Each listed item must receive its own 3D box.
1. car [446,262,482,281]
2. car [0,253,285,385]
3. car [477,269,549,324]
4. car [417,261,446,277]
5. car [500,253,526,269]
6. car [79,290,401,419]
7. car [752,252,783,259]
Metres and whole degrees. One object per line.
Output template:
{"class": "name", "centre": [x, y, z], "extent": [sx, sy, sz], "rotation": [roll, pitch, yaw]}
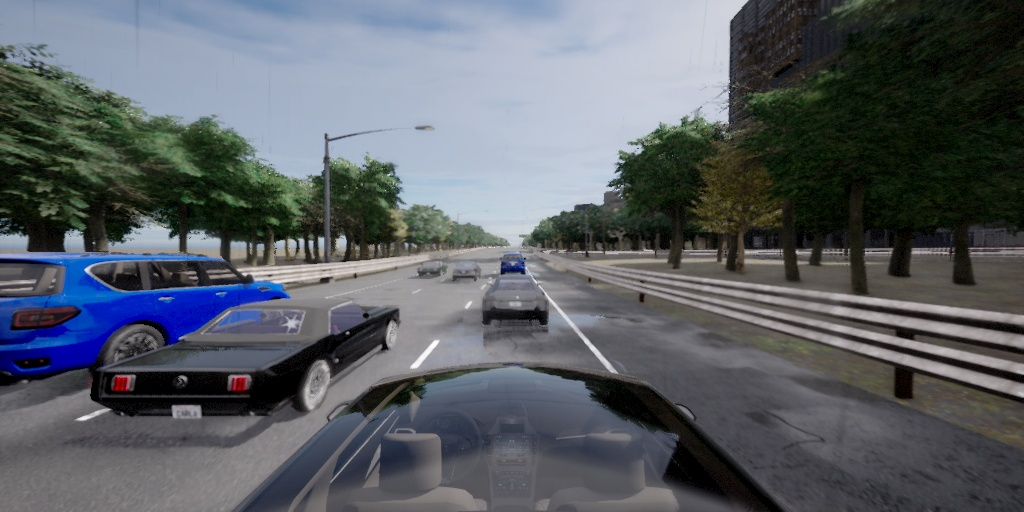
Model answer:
{"class": "car", "centre": [-3.413, 1.146, 27.763], "extent": [2.033, 1.411, 5.357], "rotation": [0, 1, 0]}
{"class": "car", "centre": [-6.904, 0.968, 7.135], "extent": [2.150, 2.045, 5.566], "rotation": [0, 0, 0]}
{"class": "car", "centre": [0.096, 1.307, 11.925], "extent": [1.994, 1.385, 4.181], "rotation": [0, 0, 0]}
{"class": "car", "centre": [-6.916, 1.114, 31.859], "extent": [1.895, 1.301, 4.718], "rotation": [0, 1, 0]}
{"class": "car", "centre": [0.083, 0.723, 32.413], "extent": [2.150, 2.045, 5.566], "rotation": [0, 1, 0]}
{"class": "car", "centre": [-3.403, 1.348, 5.978], "extent": [1.895, 1.301, 4.718], "rotation": [0, 0, 0]}
{"class": "car", "centre": [37.070, -0.271, 51.205], "extent": [1.895, 1.301, 4.718], "rotation": [-1, 1, -37]}
